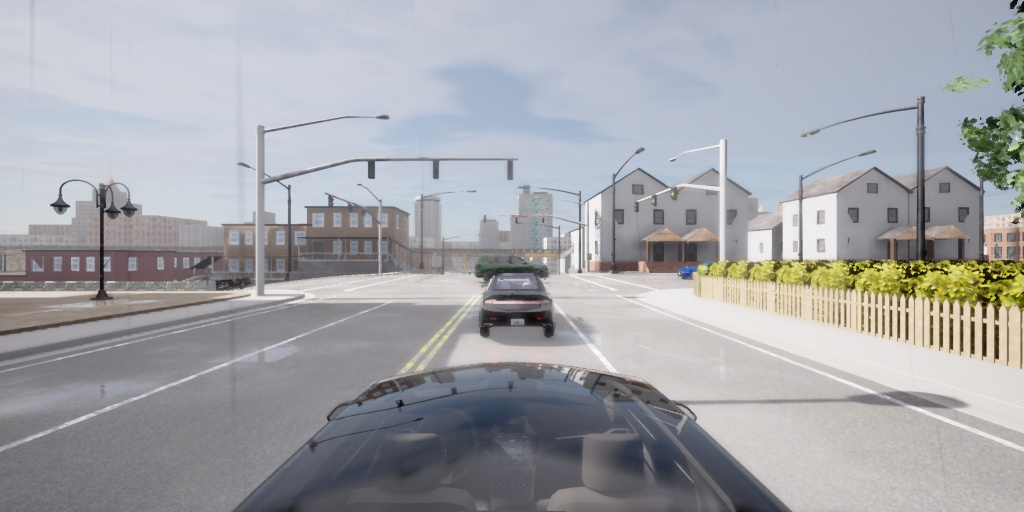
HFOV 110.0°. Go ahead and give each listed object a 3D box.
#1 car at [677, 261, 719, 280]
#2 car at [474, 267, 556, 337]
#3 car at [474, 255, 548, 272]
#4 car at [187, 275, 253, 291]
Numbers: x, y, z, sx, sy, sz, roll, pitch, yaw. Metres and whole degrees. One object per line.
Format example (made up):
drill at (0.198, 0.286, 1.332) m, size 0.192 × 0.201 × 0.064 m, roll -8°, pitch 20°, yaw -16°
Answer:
car at (16.655, 1.228, 30.356) m, size 5.008 × 1.535 × 1.882 m, roll 0°, pitch 0°, yaw -1°
car at (0.114, 1.242, 10.311) m, size 2.128 × 1.511 × 4.902 m, roll 0°, pitch 0°, yaw 0°
car at (-0.020, 0.930, 26.435) m, size 5.566 × 2.045 × 2.150 m, roll 0°, pitch 0°, yaw -1°
car at (-21.863, 2.027, 26.165) m, size 4.718 × 1.301 × 1.895 m, roll -6°, pitch 0°, yaw -1°
